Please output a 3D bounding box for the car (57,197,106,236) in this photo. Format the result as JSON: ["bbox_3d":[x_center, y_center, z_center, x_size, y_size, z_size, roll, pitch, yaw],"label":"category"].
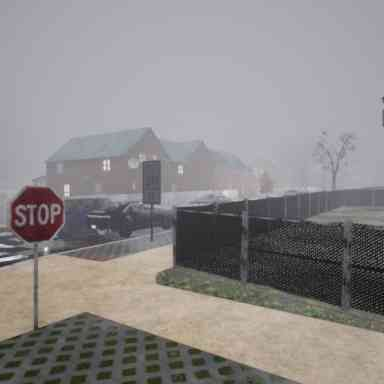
[{"bbox_3d":[-5.768,1.066,16.590,2.097,1.767,4.553,0,1,35],"label":"car"}]

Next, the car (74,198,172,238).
[{"bbox_3d":[-2.752,1.178,15.862,2.128,1.511,4.902,0,1,34],"label":"car"}]

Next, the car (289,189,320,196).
[{"bbox_3d":[13.949,0.487,40.970,1.837,1.490,4.892,0,1,34],"label":"car"}]

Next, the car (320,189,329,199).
[{"bbox_3d":[19.461,0.240,49.371,1.882,1.535,5.008,0,1,34],"label":"car"}]

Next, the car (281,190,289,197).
[{"bbox_3d":[13.714,0.407,45.699,1.837,1.490,4.892,0,1,34],"label":"car"}]

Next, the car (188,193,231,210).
[{"bbox_3d":[1.504,0.892,27.436,2.128,1.511,4.902,0,1,34],"label":"car"}]
